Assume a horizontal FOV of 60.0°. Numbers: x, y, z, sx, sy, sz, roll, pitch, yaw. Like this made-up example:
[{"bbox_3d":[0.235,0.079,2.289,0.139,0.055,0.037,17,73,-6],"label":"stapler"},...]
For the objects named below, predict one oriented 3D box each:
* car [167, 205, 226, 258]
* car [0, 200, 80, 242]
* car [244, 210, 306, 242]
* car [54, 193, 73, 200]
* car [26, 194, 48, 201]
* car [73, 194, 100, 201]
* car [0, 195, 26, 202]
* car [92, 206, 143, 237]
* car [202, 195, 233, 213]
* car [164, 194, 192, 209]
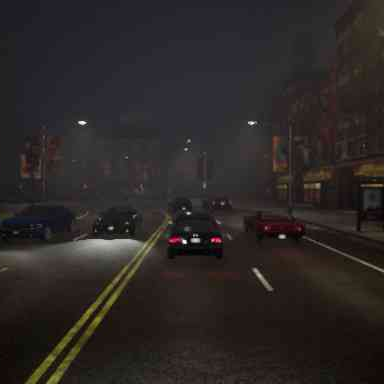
[{"bbox_3d":[0.107,1.444,12.223,2.033,1.411,5.357,0,0,0],"label":"car"},{"bbox_3d":[-7.116,1.343,15.906,1.882,1.535,5.008,0,0,0],"label":"car"},{"bbox_3d":[3.611,1.471,15.496,1.895,1.301,4.718,0,0,0],"label":"car"},{"bbox_3d":[-25.705,0.955,67.217,4.674,1.452,2.002,0,1,20],"label":"car"},{"bbox_3d":[-26.709,1.052,56.769,4.674,1.442,1.812,0,0,24],"label":"car"},{"bbox_3d":[-20.403,1.049,65.042,4.718,1.301,1.895,0,1,30],"label":"car"},{"bbox_3d":[-30.124,1.173,54.416,4.718,1.301,1.895,0,1,21],"label":"car"},{"bbox_3d":[-3.660,1.421,16.959,1.994,1.385,4.181,0,0,-1],"label":"car"},{"bbox_3d":[2.358,1.082,32.195,2.097,1.767,4.553,0,1,-11],"label":"car"},{"bbox_3d":[-1.249,1.232,32.533,1.837,1.490,4.892,1,0,-13],"label":"car"}]
